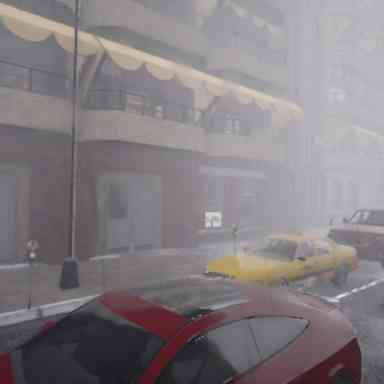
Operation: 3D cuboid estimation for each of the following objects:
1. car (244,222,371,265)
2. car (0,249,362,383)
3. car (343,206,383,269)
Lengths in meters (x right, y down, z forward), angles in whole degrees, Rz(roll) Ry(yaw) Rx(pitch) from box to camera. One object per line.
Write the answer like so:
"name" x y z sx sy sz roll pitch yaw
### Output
"car" 2.345 1.632 8.174 4.829 1.417 1.752 0 1 -39
"car" -0.298 1.568 2.726 4.674 1.442 1.812 1 -1 -40
"car" 6.759 1.453 11.784 5.009 1.841 2.192 0 1 -39
